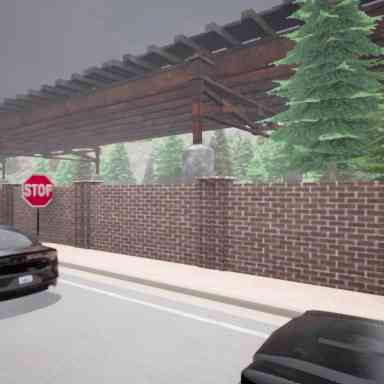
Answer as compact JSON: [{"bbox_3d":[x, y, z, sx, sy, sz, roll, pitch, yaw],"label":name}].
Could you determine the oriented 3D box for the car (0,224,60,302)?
[{"bbox_3d":[-5.110,1.478,7.693,5.008,1.535,1.882,0,0,36],"label":"car"}]

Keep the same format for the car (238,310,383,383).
[{"bbox_3d":[2.634,1.601,2.067,4.718,1.301,1.895,0,0,36],"label":"car"}]
